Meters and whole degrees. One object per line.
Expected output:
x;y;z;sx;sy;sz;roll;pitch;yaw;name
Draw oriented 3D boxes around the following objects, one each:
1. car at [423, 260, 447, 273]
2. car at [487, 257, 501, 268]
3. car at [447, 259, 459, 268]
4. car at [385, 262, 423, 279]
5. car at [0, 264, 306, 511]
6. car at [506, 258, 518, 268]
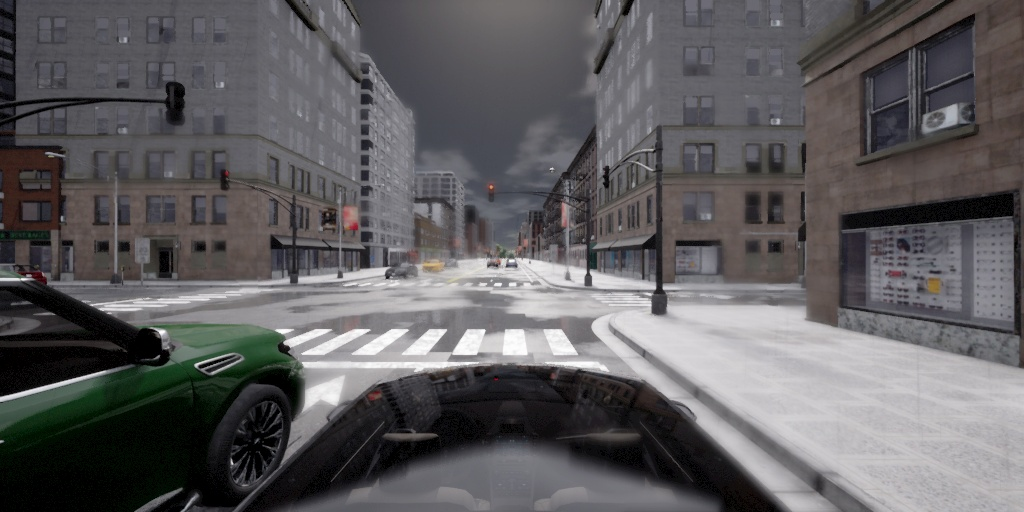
-9.875;1.225;44.923;1.882;1.535;5.008;0;0;0;car
-3.302;1.342;61.892;1.895;1.301;4.718;0;0;0;car
-9.873;1.234;58.363;2.128;1.511;4.902;0;0;0;car
-9.871;1.276;32.444;1.812;1.442;4.674;0;0;2;car
-3.148;0.971;1.232;2.150;2.045;5.566;0;0;0;car
-0.052;1.305;61.865;1.994;1.385;4.181;0;0;0;car
